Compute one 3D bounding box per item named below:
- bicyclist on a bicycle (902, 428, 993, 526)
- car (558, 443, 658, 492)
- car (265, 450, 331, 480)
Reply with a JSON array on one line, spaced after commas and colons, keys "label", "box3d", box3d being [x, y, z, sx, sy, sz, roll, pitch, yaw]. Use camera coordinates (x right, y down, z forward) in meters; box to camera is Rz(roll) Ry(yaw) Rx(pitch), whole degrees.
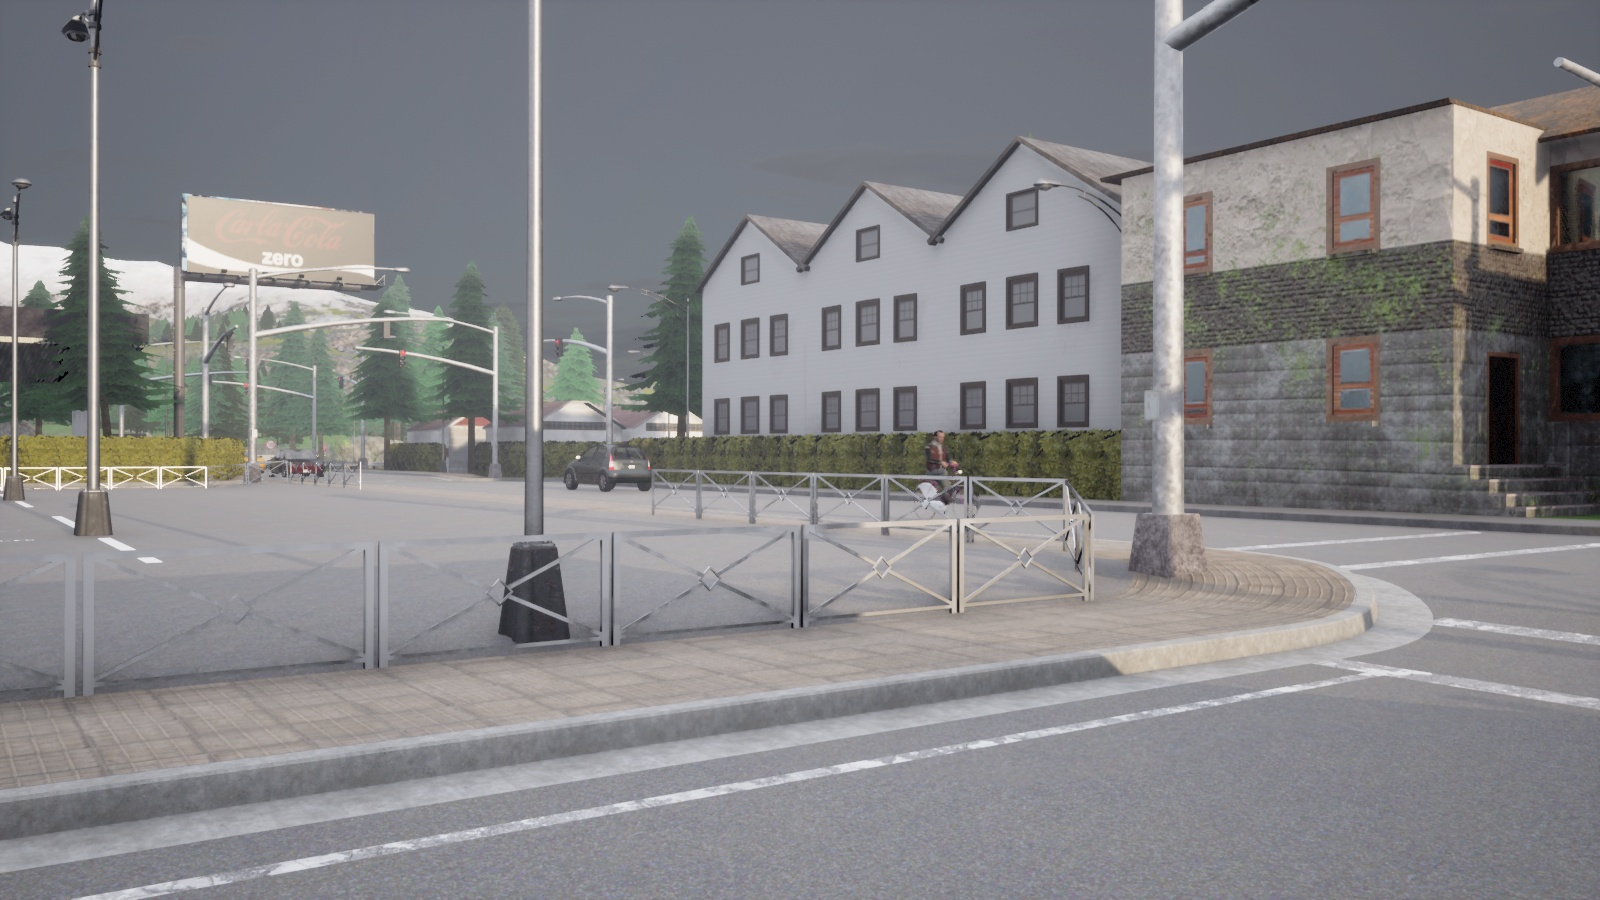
[{"label": "bicyclist on a bicycle", "box3d": [2.761, 0.491, 23.694, 0.659, 1.776, 1.843, 0, 0, -35]}, {"label": "car", "box3d": [-6.692, 0.586, 43.485, 1.851, 1.617, 3.988, 0, 0, -35]}, {"label": "car", "box3d": [-26.293, 0.792, 65.626, 2.163, 1.488, 4.792, -1, 0, -35]}]
